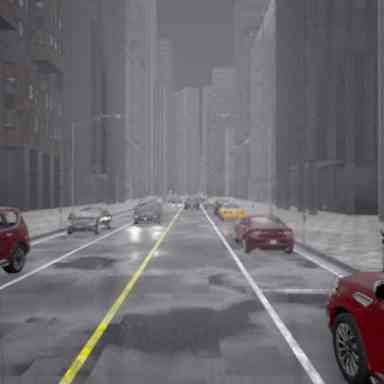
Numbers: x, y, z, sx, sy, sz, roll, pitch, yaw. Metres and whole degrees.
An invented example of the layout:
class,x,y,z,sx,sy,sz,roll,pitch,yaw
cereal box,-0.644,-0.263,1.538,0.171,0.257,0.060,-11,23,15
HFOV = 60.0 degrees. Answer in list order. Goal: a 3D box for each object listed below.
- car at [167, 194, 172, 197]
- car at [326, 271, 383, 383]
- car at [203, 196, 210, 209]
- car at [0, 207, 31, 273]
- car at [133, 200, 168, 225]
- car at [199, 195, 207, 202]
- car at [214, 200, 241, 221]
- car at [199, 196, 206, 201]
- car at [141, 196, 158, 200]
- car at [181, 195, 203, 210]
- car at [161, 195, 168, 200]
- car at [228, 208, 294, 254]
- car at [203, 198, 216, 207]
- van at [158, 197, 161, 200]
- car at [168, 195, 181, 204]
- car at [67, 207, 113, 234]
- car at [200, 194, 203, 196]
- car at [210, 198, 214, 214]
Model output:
class,x,y,z,sx,sy,sz,roll,pitch,yaw
car,-5.748,1.737,75.234,1.947,1.339,4.313,0,0,0
car,2.764,1.319,2.321,2.192,1.841,5.009,0,0,0
car,2.772,1.618,47.364,1.752,1.417,4.829,0,0,0
car,-5.761,1.331,7.922,2.192,1.841,5.009,0,0,0
car,-3.095,1.552,24.438,1.837,1.490,4.892,0,0,0
car,2.779,1.644,86.457,1.967,1.590,4.097,0,0,0
car,3.155,1.510,27.435,1.801,1.575,5.366,0,0,0
car,2.780,1.803,92.065,1.802,1.307,4.206,0,0,0
car,-5.754,1.522,41.579,1.967,1.590,4.097,0,0,0
car,0.018,1.586,45.021,2.128,1.511,4.902,0,0,0
car,-5.752,1.646,58.236,1.752,1.417,4.829,0,0,0
car,2.765,1.570,13.539,1.887,1.381,4.507,0,0,0
car,2.772,1.631,52.973,1.752,1.417,4.829,0,0,0
van,-5.753,1.434,47.188,1.690,1.788,3.998,0,0,0
car,-3.004,1.700,64.764,1.994,1.385,4.181,0,0,0
car,-5.759,1.588,19.140,2.008,1.369,4.403,0,0,0
car,2.777,1.721,75.238,2.008,1.369,4.403,0,0,0
car,3.152,1.571,34.245,1.837,1.490,4.892,0,0,0
